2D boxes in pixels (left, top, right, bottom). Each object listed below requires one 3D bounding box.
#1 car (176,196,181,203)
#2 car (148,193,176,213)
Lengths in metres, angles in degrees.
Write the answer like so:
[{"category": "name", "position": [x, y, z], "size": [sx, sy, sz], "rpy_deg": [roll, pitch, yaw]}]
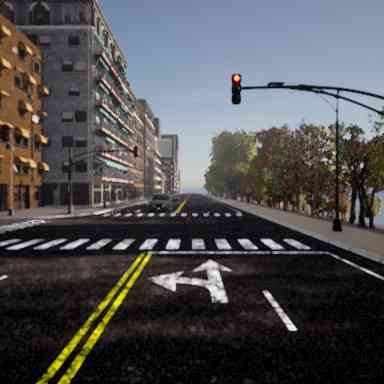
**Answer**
[{"category": "car", "position": [-3.155, 1.343, 62.707], "size": [1.895, 1.301, 4.718], "rpy_deg": [0, 0, 0]}, {"category": "car", "position": [-3.197, 1.179, 34.734], "size": [2.150, 2.045, 5.566], "rpy_deg": [0, 2, 0]}]
